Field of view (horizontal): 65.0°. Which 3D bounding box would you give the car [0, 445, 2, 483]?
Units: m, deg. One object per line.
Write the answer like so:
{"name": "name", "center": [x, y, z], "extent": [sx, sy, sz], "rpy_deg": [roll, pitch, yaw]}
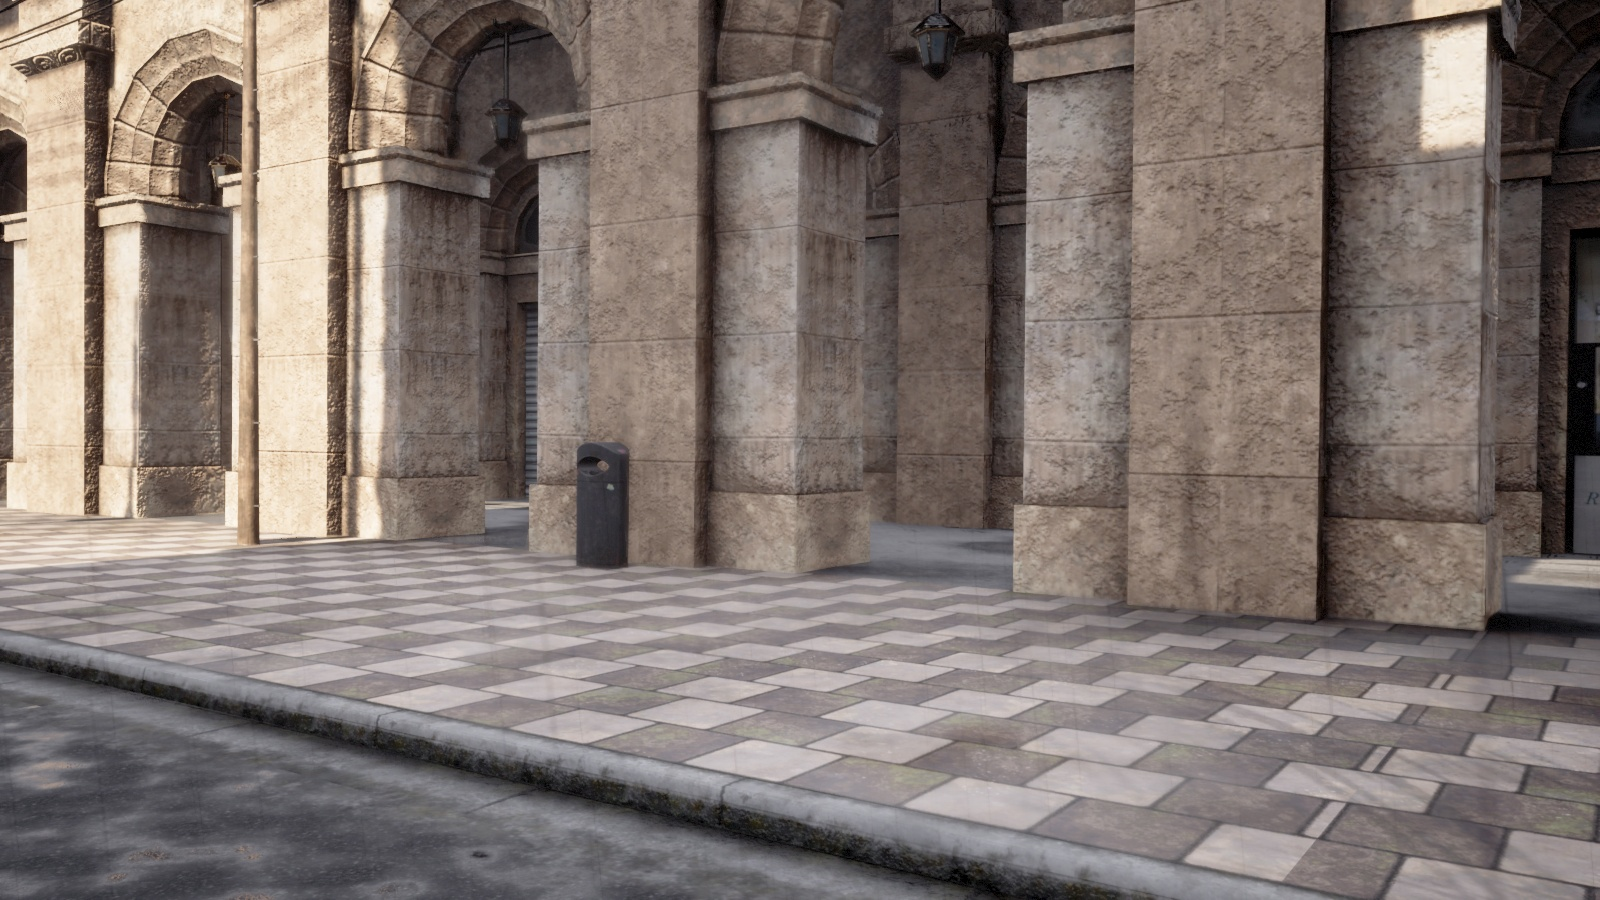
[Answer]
{"name": "car", "center": [-30.009, 0.524, 42.477], "extent": [1.895, 1.301, 4.718], "rpy_deg": [0, 1, 34]}
